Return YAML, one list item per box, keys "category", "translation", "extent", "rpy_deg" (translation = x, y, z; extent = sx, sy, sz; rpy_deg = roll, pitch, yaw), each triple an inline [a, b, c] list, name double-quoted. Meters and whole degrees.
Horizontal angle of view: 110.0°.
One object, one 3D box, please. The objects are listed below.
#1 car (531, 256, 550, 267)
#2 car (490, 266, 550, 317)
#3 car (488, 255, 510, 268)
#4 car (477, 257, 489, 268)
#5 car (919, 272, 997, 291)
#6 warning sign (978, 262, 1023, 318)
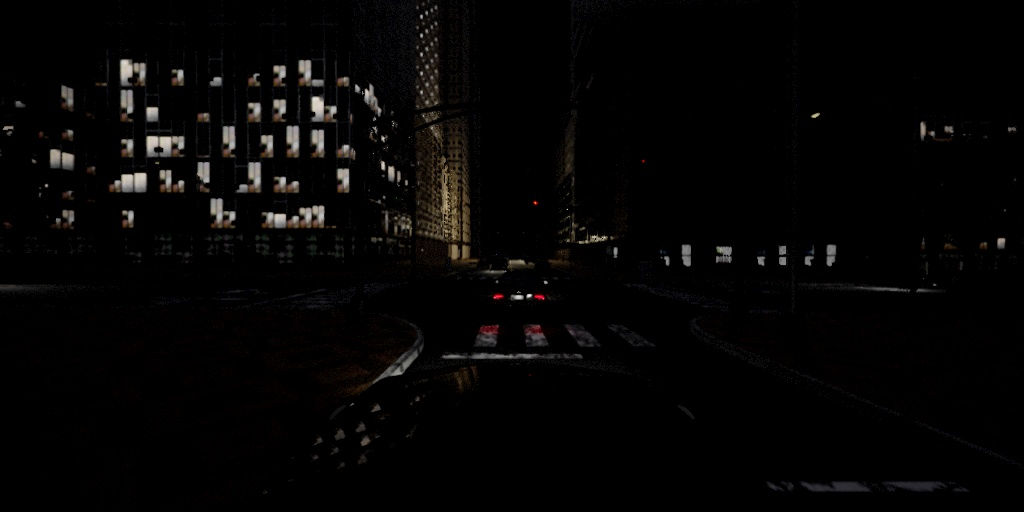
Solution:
- category: "car"
  translation: [3.879, 1.041, 46.226]
  extent: [1.948, 1.339, 4.313]
  rpy_deg: [0, 0, 0]
- category: "car"
  translation: [0.323, 1.248, 12.980]
  extent: [2.033, 1.411, 5.357]
  rpy_deg: [0, 0, 3]
- category: "car"
  translation: [-1.566, 0.965, 44.398]
  extent: [1.882, 1.535, 5.008]
  rpy_deg: [0, 0, 0]
- category: "car"
  translation: [-4.080, 1.018, 51.710]
  extent: [1.802, 1.307, 4.207]
  rpy_deg: [0, 0, 0]
- category: "car"
  translation: [32.599, 1.806, 25.878]
  extent: [4.718, 1.301, 1.895]
  rpy_deg: [1, 0, -3]
- category: "warning sign"
  translation: [17.264, 1.136, 12.440]
  extent: [1.060, 1.860, 1.300]
  rpy_deg: [0, 0, -3]
